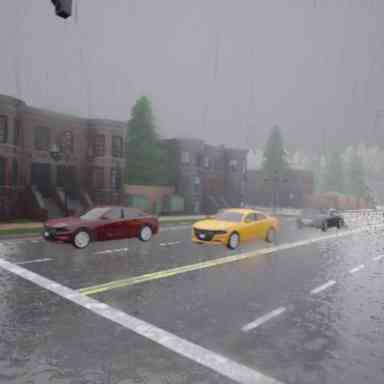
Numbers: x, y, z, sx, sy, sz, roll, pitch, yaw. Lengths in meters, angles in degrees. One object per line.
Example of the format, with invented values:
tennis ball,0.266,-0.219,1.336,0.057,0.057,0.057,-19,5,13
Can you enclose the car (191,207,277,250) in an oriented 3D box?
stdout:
car,2.059,1.529,15.002,1.882,1.535,5.008,2,0,41

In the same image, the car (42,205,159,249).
car,-3.587,1.306,13.832,1.882,1.535,5.008,2,0,41

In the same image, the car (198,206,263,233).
car,2.522,1.622,20.874,1.994,1.385,4.181,2,0,41

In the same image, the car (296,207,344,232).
car,8.848,1.799,22.791,2.128,1.511,4.902,2,0,41
